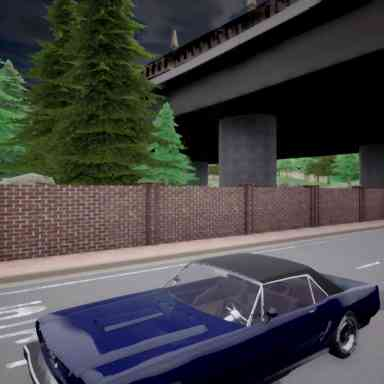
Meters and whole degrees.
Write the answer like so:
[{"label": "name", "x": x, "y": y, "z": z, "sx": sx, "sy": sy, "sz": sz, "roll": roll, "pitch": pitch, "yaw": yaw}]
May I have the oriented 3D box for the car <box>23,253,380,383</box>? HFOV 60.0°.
[{"label": "car", "x": 0.478, "y": 1.601, "z": 4.372, "sx": 4.718, "sy": 1.301, "sz": 1.895, "roll": 0, "pitch": 0, "yaw": -37}]
